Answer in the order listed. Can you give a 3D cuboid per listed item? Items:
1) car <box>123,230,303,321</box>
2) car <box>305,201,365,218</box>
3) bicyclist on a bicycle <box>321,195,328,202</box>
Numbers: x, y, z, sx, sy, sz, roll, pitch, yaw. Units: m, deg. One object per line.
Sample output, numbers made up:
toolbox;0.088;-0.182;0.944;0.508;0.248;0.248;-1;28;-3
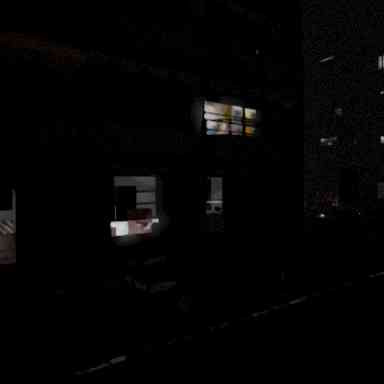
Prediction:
car;0.629;1.513;7.086;4.206;1.307;1.802;-1;1;-36
car;12.376;1.482;28.967;1.895;1.301;4.718;-1;0;-36
bicyclist on a bicycle;15.635;1.152;39.291;1.656;1.620;0.582;-2;0;-36
